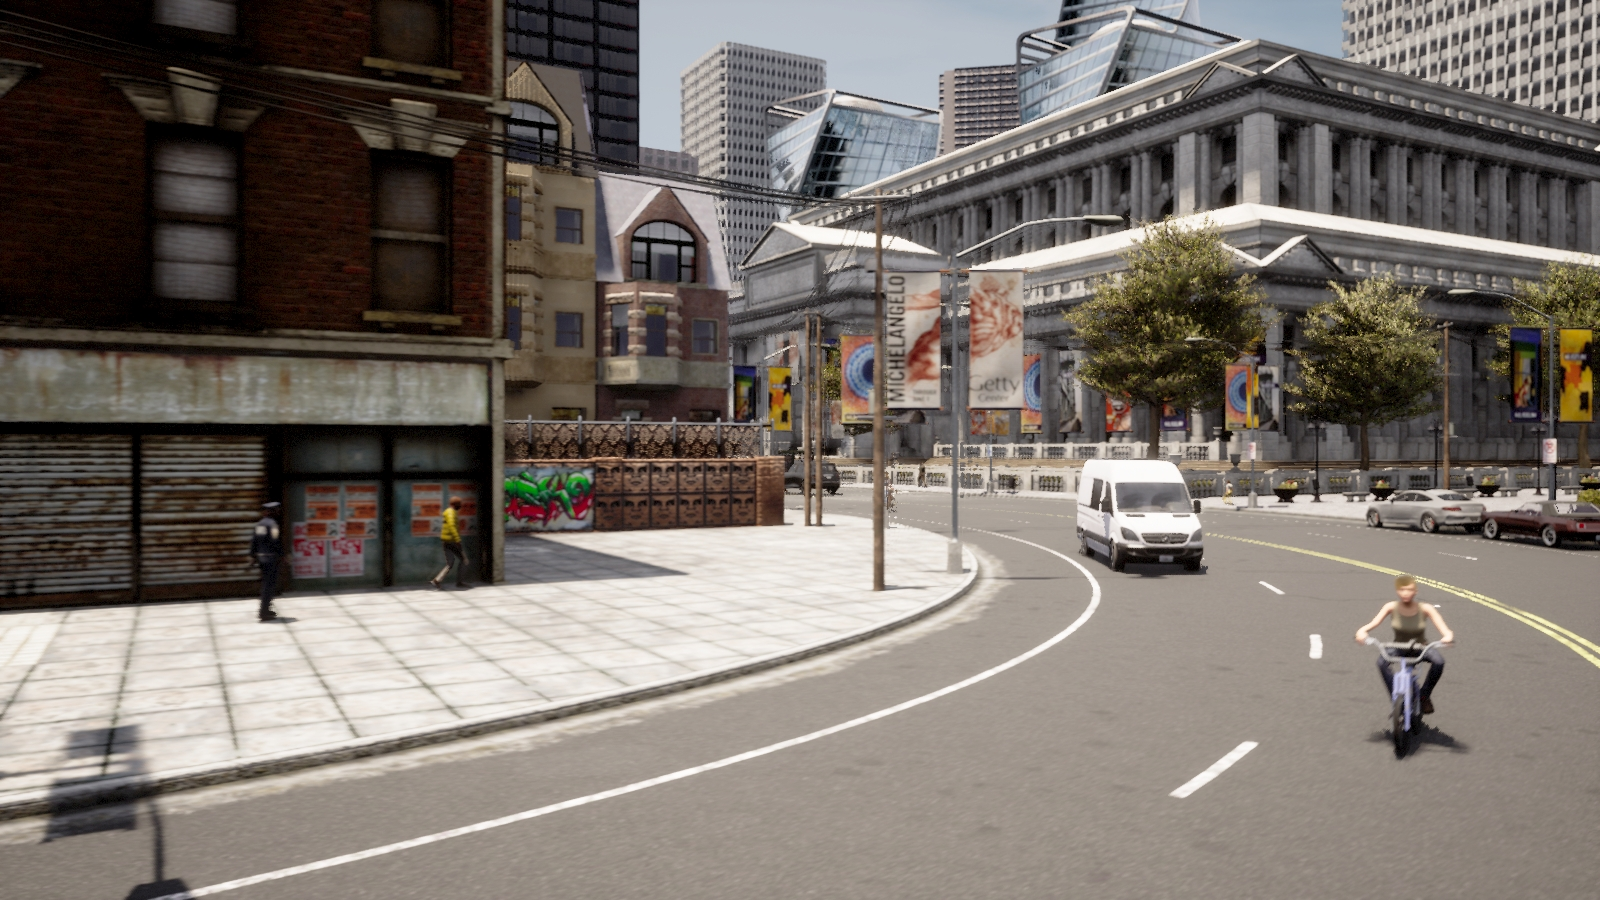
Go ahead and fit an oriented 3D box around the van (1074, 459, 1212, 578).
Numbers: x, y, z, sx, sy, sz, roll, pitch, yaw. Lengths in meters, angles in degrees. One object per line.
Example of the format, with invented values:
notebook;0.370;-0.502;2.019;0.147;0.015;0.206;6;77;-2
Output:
van;8.318;1.538;28.287;1.988;2.561;5.915;0;0;4

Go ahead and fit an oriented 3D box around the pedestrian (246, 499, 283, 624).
pedestrian;-8.222;1.701;17.549;0.375;1.860;0.375;0;0;34

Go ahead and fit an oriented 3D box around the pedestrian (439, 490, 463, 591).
pedestrian;-6.602;1.701;21.591;0.375;1.860;0.375;0;0;-28

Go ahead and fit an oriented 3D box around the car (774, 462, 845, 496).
car;0.552;1.793;73.068;2.150;2.045;5.566;0;0;-28

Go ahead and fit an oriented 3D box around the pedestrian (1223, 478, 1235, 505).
pedestrian;20.493;1.983;54.618;0.375;1.300;0.375;0;0;-26
